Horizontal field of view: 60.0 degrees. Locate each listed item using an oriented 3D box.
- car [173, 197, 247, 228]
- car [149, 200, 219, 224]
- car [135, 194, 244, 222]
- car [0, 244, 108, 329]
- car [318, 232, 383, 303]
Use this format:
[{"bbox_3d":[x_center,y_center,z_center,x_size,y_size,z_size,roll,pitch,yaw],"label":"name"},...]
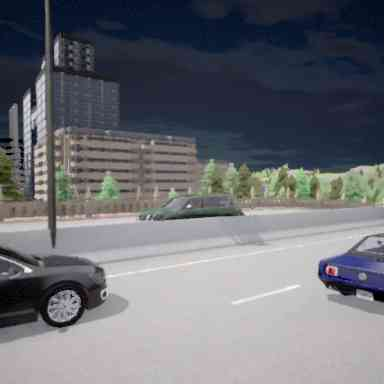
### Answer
[{"bbox_3d":[1.252,1.254,22.081,4.553,1.767,2.097,-1,0,-35],"label":"car"},{"bbox_3d":[-0.564,1.392,25.084,4.902,1.511,2.128,-1,0,-35],"label":"car"},{"bbox_3d":[-0.101,1.153,16.817,5.566,2.045,2.150,-1,0,-35],"label":"car"},{"bbox_3d":[-3.818,1.507,5.335,4.892,1.490,1.837,-1,0,-35],"label":"car"},{"bbox_3d":[4.907,1.542,7.247,4.718,1.301,1.895,-1,0,-35],"label":"car"}]
